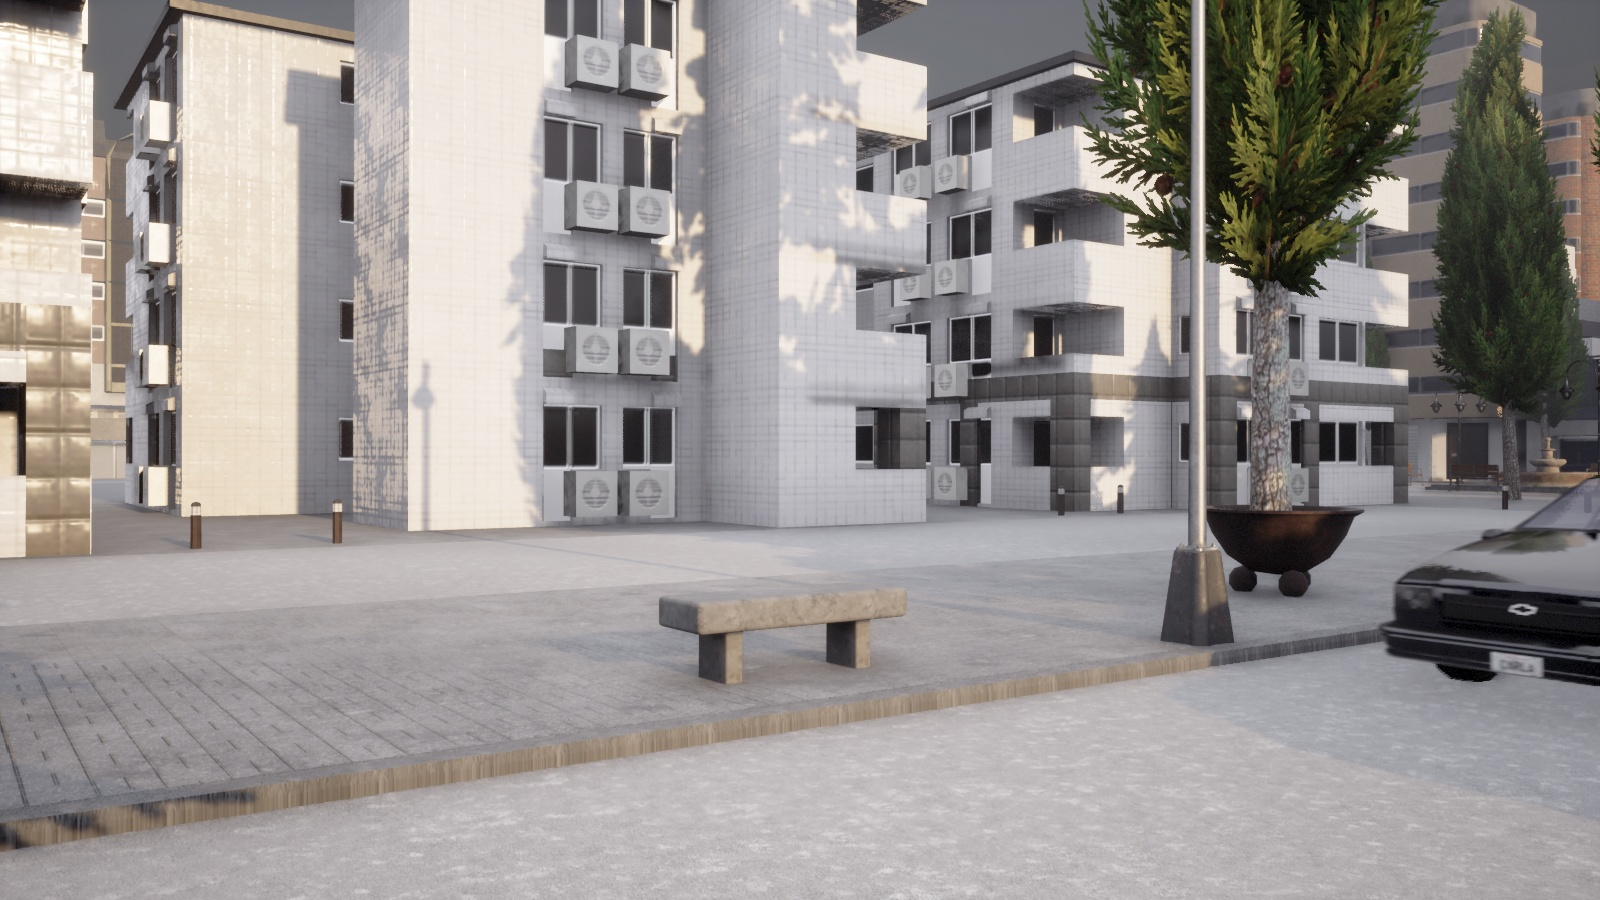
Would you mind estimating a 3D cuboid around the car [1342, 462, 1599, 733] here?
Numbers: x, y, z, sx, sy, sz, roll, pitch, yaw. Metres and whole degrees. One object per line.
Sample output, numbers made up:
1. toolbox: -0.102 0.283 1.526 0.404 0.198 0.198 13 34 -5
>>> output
1. car: 6.185 0.800 8.577 5.357 1.411 2.033 0 0 -35
